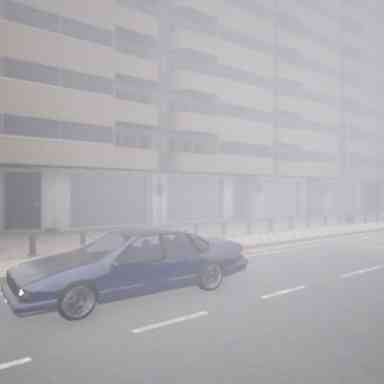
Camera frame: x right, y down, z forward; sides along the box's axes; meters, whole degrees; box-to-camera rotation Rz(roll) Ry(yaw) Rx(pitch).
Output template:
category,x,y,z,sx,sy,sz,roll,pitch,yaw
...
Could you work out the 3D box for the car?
category,x,y,z,sx,sy,sz,roll,pitch,yaw
car,-1.138,1.547,7.474,5.357,1.411,2.033,0,0,-36
